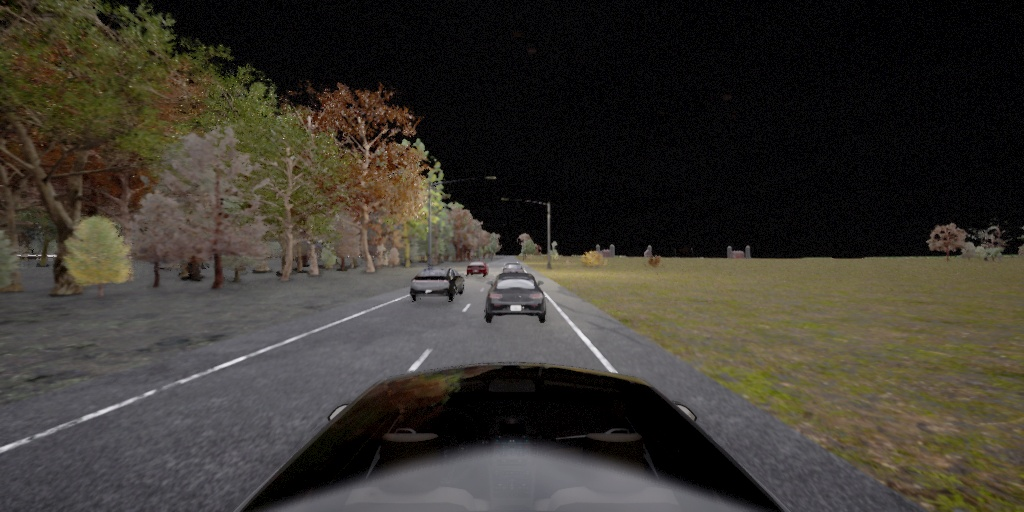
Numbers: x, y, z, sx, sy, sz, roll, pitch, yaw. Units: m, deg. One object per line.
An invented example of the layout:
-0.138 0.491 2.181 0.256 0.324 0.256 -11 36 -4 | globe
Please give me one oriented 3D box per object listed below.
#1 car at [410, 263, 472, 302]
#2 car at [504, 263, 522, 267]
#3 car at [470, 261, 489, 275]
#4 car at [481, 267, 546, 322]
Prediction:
-3.395 1.240 16.987 2.128 1.511 4.902 0 0 0 | car
0.096 1.295 30.170 2.033 1.411 5.357 0 0 0 | car
-3.395 1.225 35.966 1.882 1.535 5.008 0 0 0 | car
0.115 1.274 12.206 1.812 1.442 4.674 0 0 0 | car
